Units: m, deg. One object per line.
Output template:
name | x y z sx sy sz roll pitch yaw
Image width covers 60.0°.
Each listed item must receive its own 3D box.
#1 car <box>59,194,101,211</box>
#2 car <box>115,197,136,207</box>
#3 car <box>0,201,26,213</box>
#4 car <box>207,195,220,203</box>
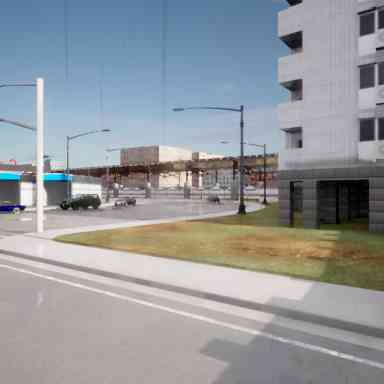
car | -14.042 1.221 42.216 2.150 2.045 5.566 0 0 29
car | -10.277 1.491 51.629 2.128 1.511 4.902 0 0 14
car | -19.678 1.601 33.896 1.895 1.301 4.718 0 0 37
car | 4.434 1.502 69.669 1.837 1.490 4.892 0 0 -12
